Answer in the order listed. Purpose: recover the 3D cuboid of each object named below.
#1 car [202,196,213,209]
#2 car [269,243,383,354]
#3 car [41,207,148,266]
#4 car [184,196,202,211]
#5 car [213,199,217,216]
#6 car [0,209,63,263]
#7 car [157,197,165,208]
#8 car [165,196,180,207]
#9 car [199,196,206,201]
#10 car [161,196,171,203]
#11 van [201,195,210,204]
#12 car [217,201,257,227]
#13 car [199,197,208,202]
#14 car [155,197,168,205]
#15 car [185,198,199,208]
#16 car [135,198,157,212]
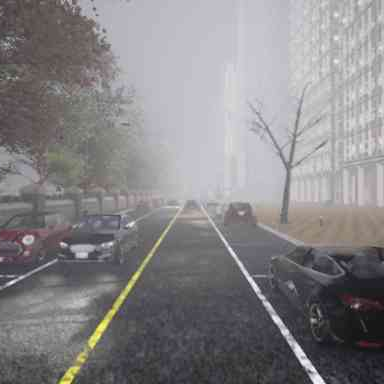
[{"bbox_3d":[2.703,1.631,45.566,2.008,1.369,4.403,0,0,0],"label":"car"},{"bbox_3d":[2.693,1.574,6.141,1.947,1.339,4.313,0,0,0],"label":"car"},{"bbox_3d":[-3.076,1.508,11.754,2.128,1.511,4.902,0,0,0],"label":"car"},{"bbox_3d":[0.038,1.602,41.160,1.812,1.442,4.674,0,0,1],"label":"car"},{"bbox_3d":[3.157,1.575,30.187,1.812,1.442,4.674,0,0,0],"label":"car"},{"bbox_3d":[-5.685,1.457,11.776,1.967,1.590,4.097,0,0,0],"label":"car"},{"bbox_3d":[-5.676,1.638,51.201,1.887,1.381,4.507,0,0,0],"label":"car"},{"bbox_3d":[-3.045,1.663,54.208,1.994,1.385,4.181,0,0,0],"label":"car"},{"bbox_3d":[2.715,1.788,90.625,1.802,1.307,4.206,0,0,0],"label":"car"},{"bbox_3d":[-5.670,1.678,73.561,1.752,1.417,4.829,0,0,0],"label":"car"},{"bbox_3d":[2.709,1.478,68.097,1.690,1.788,3.998,0,0,0],"label":"van"},{"bbox_3d":[3.119,1.388,23.157,2.097,1.767,4.553,0,0,0],"label":"car"},{"bbox_3d":[2.712,1.752,79.360,1.802,1.307,4.206,0,0,0],"label":"car"},{"bbox_3d":[-5.673,1.665,62.465,1.887,1.381,4.507,0,0,0],"label":"car"},{"bbox_3d":[0.035,1.652,52.912,2.033,1.411,5.357,0,0,0],"label":"car"},{"bbox_3d":[-5.679,1.613,39.937,1.887,1.381,4.507,0,0,0],"label":"car"}]
